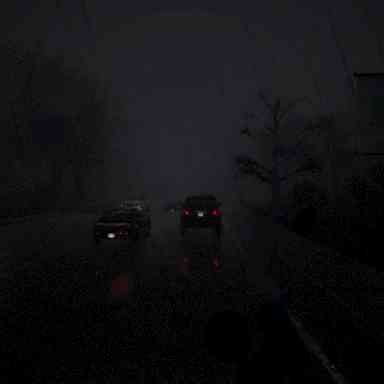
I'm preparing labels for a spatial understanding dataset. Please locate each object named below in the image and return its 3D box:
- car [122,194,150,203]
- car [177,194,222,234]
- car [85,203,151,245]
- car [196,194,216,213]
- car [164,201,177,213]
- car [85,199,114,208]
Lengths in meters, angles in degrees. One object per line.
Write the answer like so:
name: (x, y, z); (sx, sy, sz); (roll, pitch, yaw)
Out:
car: (-5.793, 1.233, 34.702); (2.150, 2.045, 5.566); (0, 0, 4)
car: (0.551, 1.231, 19.455); (2.150, 2.045, 5.566); (0, 0, 2)
car: (-3.093, 1.497, 15.491); (2.128, 1.511, 4.902); (0, 0, 2)
car: (1.681, 1.239, 38.088); (2.150, 2.045, 5.566); (0, 0, 5)
car: (-1.886, 1.616, 37.354); (1.895, 1.301, 4.718); (0, 0, 4)
car: (-9.330, 1.488, 34.160); (1.882, 1.535, 5.008); (0, 0, 4)
